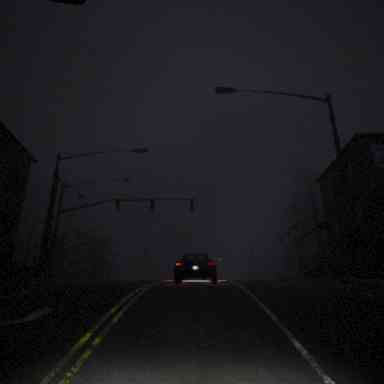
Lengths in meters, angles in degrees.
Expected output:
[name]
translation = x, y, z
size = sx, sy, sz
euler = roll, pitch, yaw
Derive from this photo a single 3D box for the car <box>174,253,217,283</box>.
[car]
translation = 0.210, 3.787, 16.592
size = 1.994, 1.385, 4.181
euler = 0, -14, 2
